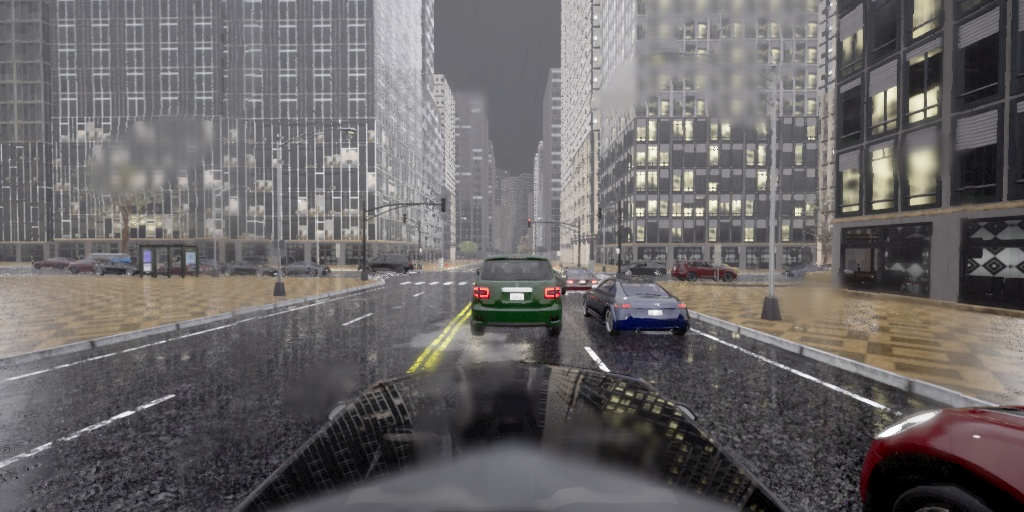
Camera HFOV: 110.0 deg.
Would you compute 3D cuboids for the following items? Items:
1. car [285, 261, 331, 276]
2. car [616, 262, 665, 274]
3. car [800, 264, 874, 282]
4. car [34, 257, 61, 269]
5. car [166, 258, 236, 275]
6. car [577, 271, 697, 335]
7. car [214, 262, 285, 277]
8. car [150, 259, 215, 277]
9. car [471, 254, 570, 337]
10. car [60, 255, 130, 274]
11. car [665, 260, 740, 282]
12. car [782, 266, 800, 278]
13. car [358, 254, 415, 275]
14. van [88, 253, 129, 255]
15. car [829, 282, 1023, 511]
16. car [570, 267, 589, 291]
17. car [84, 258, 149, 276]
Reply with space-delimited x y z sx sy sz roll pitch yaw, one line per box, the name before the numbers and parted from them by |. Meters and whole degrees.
car | -19.406 1.155 33.758 4.181 1.385 1.994 1 1 1
car | 13.042 1.334 36.364 4.892 1.490 1.837 1 1 1
car | 27.694 1.576 30.307 4.829 1.417 1.751 0 0 1
car | -50.899 0.790 40.257 4.207 1.307 1.802 0 0 1
car | -29.375 0.992 33.978 4.902 1.511 2.128 1 1 1
car | 3.372 1.309 10.488 1.994 1.385 4.181 0 0 -1
car | -22.678 1.171 31.123 4.313 1.339 1.948 0 0 1
car | -28.362 1.136 31.267 4.207 1.307 1.802 0 0 1
car | 0.115 0.967 10.394 2.150 2.045 5.566 0 0 0
car | -39.447 0.935 34.208 4.674 1.442 1.812 1 1 2
car | 16.246 1.266 30.525 5.009 1.841 2.192 0 0 1
car | 29.684 1.540 36.043 4.181 1.385 1.994 1 1 1
car | -12.812 0.820 36.812 5.566 2.045 2.150 1 1 1
van | -45.217 0.602 40.131 3.998 1.789 1.690 0 0 1
car | 3.344 1.103 0.444 2.097 1.767 4.553 0 0 0
car | 3.385 1.286 19.730 2.033 1.411 5.357 0 0 0
car | -34.042 1.067 31.451 4.313 1.339 1.948 0 0 1
